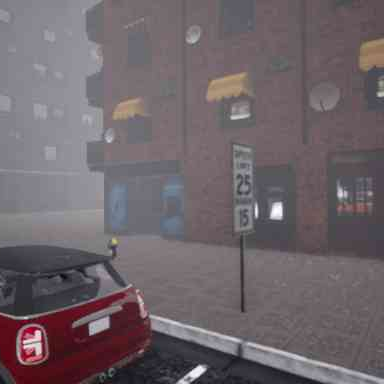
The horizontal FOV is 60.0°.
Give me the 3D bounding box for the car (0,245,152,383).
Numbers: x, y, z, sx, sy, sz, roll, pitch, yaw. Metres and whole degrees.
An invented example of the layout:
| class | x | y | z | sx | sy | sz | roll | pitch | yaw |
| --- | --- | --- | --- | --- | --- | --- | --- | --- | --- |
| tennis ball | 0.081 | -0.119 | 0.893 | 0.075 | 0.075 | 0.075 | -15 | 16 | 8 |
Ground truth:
| class | x | y | z | sx | sy | sz | roll | pitch | yaw |
| --- | --- | --- | --- | --- | --- | --- | --- | --- | --- |
| car | -2.580 | 1.485 | 4.719 | 4.097 | 1.590 | 1.967 | -1 | -1 | 36 |
